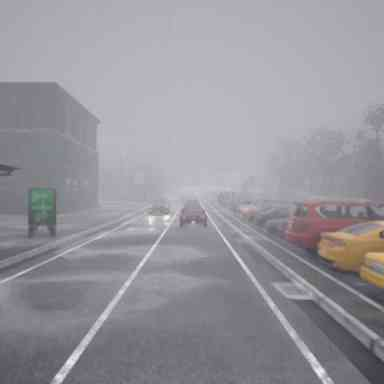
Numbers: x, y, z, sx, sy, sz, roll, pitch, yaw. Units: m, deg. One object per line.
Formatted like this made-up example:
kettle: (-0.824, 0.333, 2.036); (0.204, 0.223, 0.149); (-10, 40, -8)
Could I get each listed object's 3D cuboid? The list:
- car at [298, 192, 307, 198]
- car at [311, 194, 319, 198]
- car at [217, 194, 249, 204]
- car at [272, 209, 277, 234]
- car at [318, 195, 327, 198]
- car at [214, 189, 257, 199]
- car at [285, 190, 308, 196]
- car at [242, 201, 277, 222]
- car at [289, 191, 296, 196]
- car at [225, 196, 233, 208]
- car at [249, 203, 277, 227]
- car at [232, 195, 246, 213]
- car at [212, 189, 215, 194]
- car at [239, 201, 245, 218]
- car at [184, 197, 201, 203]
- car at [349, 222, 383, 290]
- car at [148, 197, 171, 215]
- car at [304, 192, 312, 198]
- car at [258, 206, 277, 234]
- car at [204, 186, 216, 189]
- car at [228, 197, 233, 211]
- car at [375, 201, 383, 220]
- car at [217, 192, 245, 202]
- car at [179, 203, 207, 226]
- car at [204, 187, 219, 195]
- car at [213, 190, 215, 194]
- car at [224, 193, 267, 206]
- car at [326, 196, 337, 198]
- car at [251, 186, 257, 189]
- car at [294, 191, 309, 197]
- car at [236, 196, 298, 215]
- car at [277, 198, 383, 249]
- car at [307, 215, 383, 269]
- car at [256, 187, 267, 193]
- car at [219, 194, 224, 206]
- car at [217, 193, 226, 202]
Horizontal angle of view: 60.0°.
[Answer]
car: (19.904, 1.169, 51.592); (5.366, 1.575, 1.946); (0, 2, 0)
car: (19.652, 1.372, 46.145); (4.792, 1.488, 2.163); (0, 2, 0)
car: (6.652, 1.076, 54.410); (5.008, 1.535, 2.097); (0, 2, 0)
car: (6.390, 1.674, 15.391); (4.674, 1.452, 2.002); (0, 0, 0)
car: (19.657, 1.411, 43.354); (5.008, 1.535, 2.097); (0, 1, 0)
car: (6.667, 0.926, 51.610); (5.566, 2.045, 2.435); (0, 2, 0)
car: (19.778, 0.877, 60.077); (4.674, 1.452, 2.002); (0, 2, 0)
car: (6.443, 1.657, 23.754); (5.008, 1.535, 2.097); (0, 0, 0)
car: (19.760, 0.995, 57.295); (4.674, 1.452, 2.002); (0, 2, 0)
car: (6.515, 1.559, 37.686); (4.792, 1.488, 2.163); (0, 1, 0)
car: (6.425, 1.657, 20.964); (5.008, 1.535, 2.097); (0, 0, 0)
car: (6.537, 1.482, 32.109); (4.553, 1.767, 2.185); (0, 1, 0)
car: (6.685, 0.760, 62.754); (4.792, 1.488, 2.163); (0, 2, 0)
car: (6.471, 1.689, 26.543); (4.674, 1.452, 2.002); (0, 0, 0)
car: (0.053, 1.424, 41.485); (2.128, 1.511, 4.902); (0, 1, 0)
car: (6.521, 1.570, 7.041); (5.366, 1.575, 1.946); (0, 0, 0)
car: (-3.358, 1.381, 34.964); (2.097, 1.767, 4.553); (0, 1, 0)
car: (19.885, 1.261, 48.798); (5.366, 1.575, 1.946); (0, 2, 0)
car: (6.382, 1.679, 18.177); (4.792, 1.488, 2.163); (0, 0, 0)
car: (6.649, -0.108, 95.337); (5.008, 1.535, 2.097); (0, 3, 0)
car: (6.554, 1.602, 34.898); (4.792, 1.488, 2.163); (0, 1, 0)
car: (19.383, 1.624, 29.415); (5.366, 1.575, 1.946); (0, 1, 0)
car: (6.707, 0.841, 57.182); (4.553, 1.767, 2.185); (0, 2, 0)
car: (0.090, 1.709, 24.316); (1.895, 1.301, 4.718); (0, 0, 0)
car: (6.598, 0.060, 92.566); (4.792, 1.488, 2.163); (0, 3, 0)
car: (6.724, 0.878, 59.972); (4.792, 1.488, 2.163); (0, 2, 0)
car: (6.531, 1.353, 40.470); (4.553, 1.767, 2.185); (0, 1, 0)
car: (19.638, 1.472, 40.565); (5.008, 1.535, 2.097); (0, 1, 0)
car: (19.739, -0.104, 92.604); (4.553, 1.767, 2.185); (0, 3, 0)
car: (19.766, 1.100, 54.384); (4.792, 1.488, 2.163); (0, 2, 0)
car: (6.518, 1.507, 29.329); (4.553, 1.767, 2.185); (0, 0, 0)
car: (6.402, 1.362, 12.610); (5.566, 2.045, 2.435); (0, 0, 0)
car: (6.349, 1.593, 9.826); (5.008, 1.535, 2.097); (0, 0, 0)
car: (19.686, 0.159, 89.843); (5.008, 1.535, 2.097); (0, 3, 0)
car: (6.571, 1.380, 46.054); (4.792, 1.488, 2.163); (0, 1, 0)
car: (6.613, 1.270, 48.831); (4.892, 1.521, 2.231); (0, 2, 0)
